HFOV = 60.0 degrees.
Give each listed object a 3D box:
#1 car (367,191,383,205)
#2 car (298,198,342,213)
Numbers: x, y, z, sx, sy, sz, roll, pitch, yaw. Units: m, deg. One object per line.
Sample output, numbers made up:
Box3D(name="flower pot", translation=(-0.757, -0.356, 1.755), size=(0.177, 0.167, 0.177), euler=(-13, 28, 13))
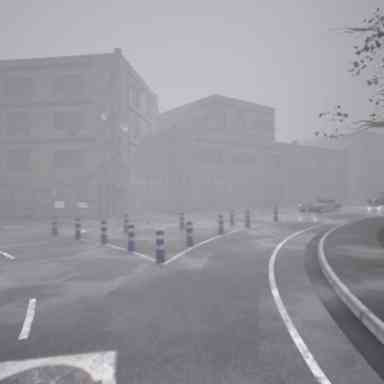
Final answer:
Box3D(name="car", translation=(22.230, 0.682, 38.867), size=(4.902, 1.511, 2.128), euler=(-2, 1, -38))
Box3D(name="car", translation=(11.855, 1.210, 30.746), size=(4.718, 1.301, 1.895), euler=(-2, 1, -38))
